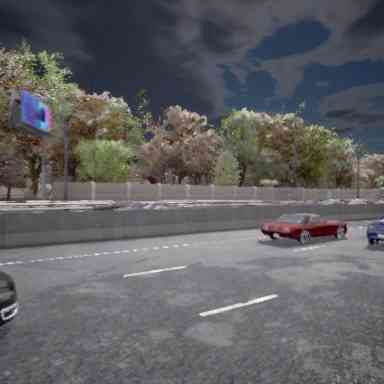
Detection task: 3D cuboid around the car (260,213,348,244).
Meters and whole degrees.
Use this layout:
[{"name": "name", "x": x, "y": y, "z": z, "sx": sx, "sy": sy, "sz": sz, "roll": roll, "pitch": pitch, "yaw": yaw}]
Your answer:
[{"name": "car", "x": 5.639, "y": 1.707, "z": 16.365, "sx": 4.718, "sy": 1.301, "sz": 1.895, "roll": 1, "pitch": 0, "yaw": -36}]

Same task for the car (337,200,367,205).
[{"name": "car", "x": 22.538, "y": 1.912, "z": 45.791, "sx": 4.674, "sy": 1.442, "sz": 1.812, "roll": 1, "pitch": 0, "yaw": -35}]

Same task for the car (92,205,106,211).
[{"name": "car", "x": -7.409, "y": 1.577, "z": 33.096, "sx": 5.008, "sy": 1.535, "sz": 1.882, "roll": 1, "pitch": 0, "yaw": -35}]

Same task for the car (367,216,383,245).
[{"name": "car", "x": 9.641, "y": 1.652, "z": 14.926, "sx": 4.674, "sy": 1.442, "sz": 1.812, "roll": 1, "pitch": 0, "yaw": -35}]

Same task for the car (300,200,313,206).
[{"name": "car", "x": 18.594, "y": 1.951, "z": 51.570, "sx": 4.181, "sy": 1.385, "sz": 1.994, "roll": 1, "pitch": 0, "yaw": -35}]

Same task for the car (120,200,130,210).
[{"name": "car", "x": -3.205, "y": 1.627, "z": 27.497, "sx": 4.674, "sy": 1.442, "sz": 1.812, "roll": 1, "pitch": 0, "yaw": -35}]

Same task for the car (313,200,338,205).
[{"name": "car", "x": 20.445, "y": 1.877, "z": 48.605, "sx": 4.902, "sy": 1.511, "sz": 2.128, "roll": 1, "pitch": 0, "yaw": -35}]

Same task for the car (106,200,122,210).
[{"name": "car", "x": -5.270, "y": 1.665, "z": 30.322, "sx": 4.181, "sy": 1.385, "sz": 1.994, "roll": 1, "pitch": 0, "yaw": -35}]

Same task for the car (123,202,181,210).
[{"name": "car", "x": -2.230, "y": 1.616, "z": 23.895, "sx": 4.674, "sy": 1.442, "sz": 1.812, "roll": 1, "pitch": 0, "yaw": -35}]

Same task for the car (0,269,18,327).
[{"name": "car", "x": -5.063, "y": 1.493, "z": 4.435, "sx": 4.892, "sy": 1.490, "sz": 1.837, "roll": 0, "pitch": 0, "yaw": -36}]
